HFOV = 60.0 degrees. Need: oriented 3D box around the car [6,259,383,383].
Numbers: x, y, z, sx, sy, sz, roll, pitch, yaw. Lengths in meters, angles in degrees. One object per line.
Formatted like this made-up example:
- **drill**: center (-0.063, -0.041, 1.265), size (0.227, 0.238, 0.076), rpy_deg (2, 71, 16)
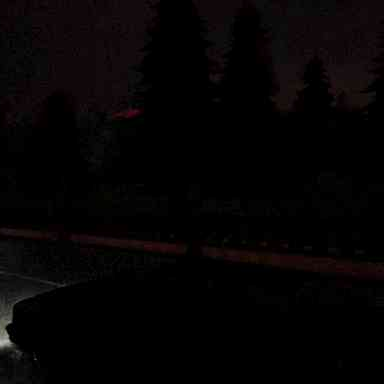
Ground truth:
- **car**: center (0.142, 1.538, 3.742), size (5.357, 1.411, 2.033), rpy_deg (0, 0, 33)
